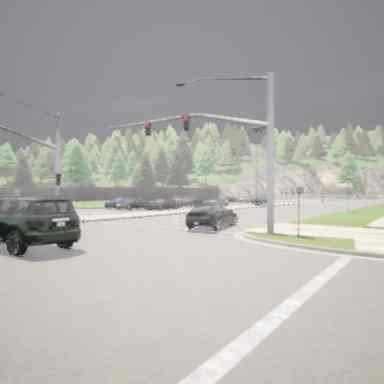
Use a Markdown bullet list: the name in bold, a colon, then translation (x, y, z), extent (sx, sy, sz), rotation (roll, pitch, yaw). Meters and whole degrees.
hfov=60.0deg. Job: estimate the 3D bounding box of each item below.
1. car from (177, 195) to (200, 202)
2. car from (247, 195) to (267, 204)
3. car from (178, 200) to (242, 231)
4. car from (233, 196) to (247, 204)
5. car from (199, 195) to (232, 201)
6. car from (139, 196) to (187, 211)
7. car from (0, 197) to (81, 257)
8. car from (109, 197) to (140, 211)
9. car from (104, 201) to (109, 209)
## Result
- **car**: translation (0.294, 1.459, 50.871), extent (1.837, 1.490, 4.892), rotation (0, 0, 36)
- **car**: translation (12.786, 1.506, 61.967), extent (2.033, 1.411, 5.357), rotation (0, 0, 37)
- **car**: translation (1.304, 1.488, 20.654), extent (1.837, 1.490, 4.892), rotation (-3, -2, 26)
- **car**: translation (10.637, 1.432, 64.945), extent (1.882, 1.535, 5.008), rotation (0, 0, 36)
- **car**: translation (3.564, 1.560, 49.423), extent (1.895, 1.301, 4.718), rotation (0, 0, 36)
- **car**: translation (-3.381, 1.506, 39.913), extent (2.033, 1.411, 5.357), rotation (0, 0, 36)
- **car**: translation (-6.716, 1.201, 13.082), extent (5.566, 2.045, 2.150), rotation (0, 0, 36)
- **car**: translation (-7.165, 1.445, 40.672), extent (2.128, 1.511, 4.902), rotation (0, 0, 36)
- **car**: translation (-9.225, 1.426, 43.763), extent (1.882, 1.535, 5.008), rotation (0, 0, 36)
